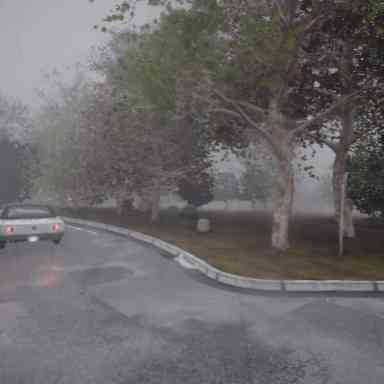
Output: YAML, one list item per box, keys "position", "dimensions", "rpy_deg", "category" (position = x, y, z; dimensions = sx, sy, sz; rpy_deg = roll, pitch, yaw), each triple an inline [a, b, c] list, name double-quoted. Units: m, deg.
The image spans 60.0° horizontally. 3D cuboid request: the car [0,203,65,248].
- position: [-6.033, 1.058, 12.038]
  dimensions: [1.895, 1.301, 4.718]
  rpy_deg: [0, 2, -33]
  category: "car"
